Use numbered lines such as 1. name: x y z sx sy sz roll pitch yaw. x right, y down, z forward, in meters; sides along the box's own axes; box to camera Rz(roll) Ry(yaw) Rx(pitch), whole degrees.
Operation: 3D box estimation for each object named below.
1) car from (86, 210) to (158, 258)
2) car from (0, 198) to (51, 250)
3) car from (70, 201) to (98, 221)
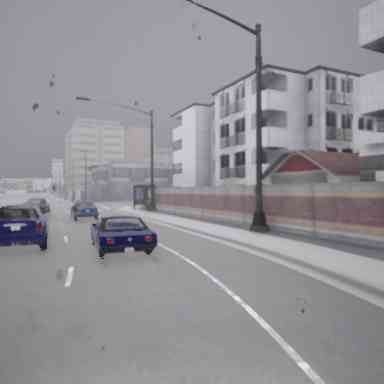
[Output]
1. car: -2.784 1.552 12.691 1.895 1.301 4.718 0 0 -21
2. car: -7.130 1.324 13.935 2.097 1.767 4.553 0 0 -22
3. car: -8.717 1.463 26.903 2.033 1.411 5.357 0 0 -23
